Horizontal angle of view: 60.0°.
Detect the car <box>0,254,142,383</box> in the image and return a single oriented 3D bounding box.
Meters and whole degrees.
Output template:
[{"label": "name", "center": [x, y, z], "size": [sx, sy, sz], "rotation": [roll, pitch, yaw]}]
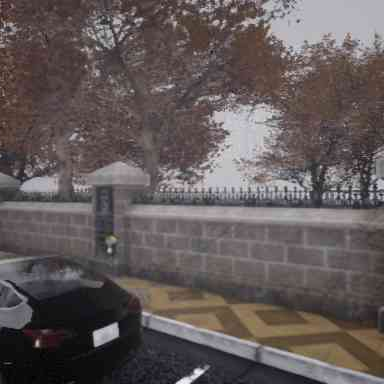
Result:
[{"label": "car", "center": [-2.623, 1.591, 4.818], "size": [4.313, 1.339, 1.947], "rotation": [0, 0, 35]}]
